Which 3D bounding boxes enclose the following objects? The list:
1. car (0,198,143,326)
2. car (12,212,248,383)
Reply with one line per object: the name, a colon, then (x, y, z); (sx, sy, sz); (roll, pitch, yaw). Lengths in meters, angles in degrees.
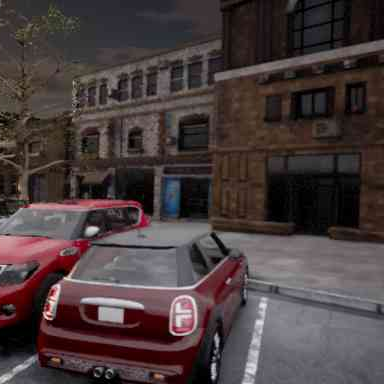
car: (-2.737, 1.220, 7.327); (2.435, 2.045, 5.566); (1, -1, 15)
car: (-0.300, 1.351, 5.585); (2.185, 1.767, 4.553); (0, -1, 15)
